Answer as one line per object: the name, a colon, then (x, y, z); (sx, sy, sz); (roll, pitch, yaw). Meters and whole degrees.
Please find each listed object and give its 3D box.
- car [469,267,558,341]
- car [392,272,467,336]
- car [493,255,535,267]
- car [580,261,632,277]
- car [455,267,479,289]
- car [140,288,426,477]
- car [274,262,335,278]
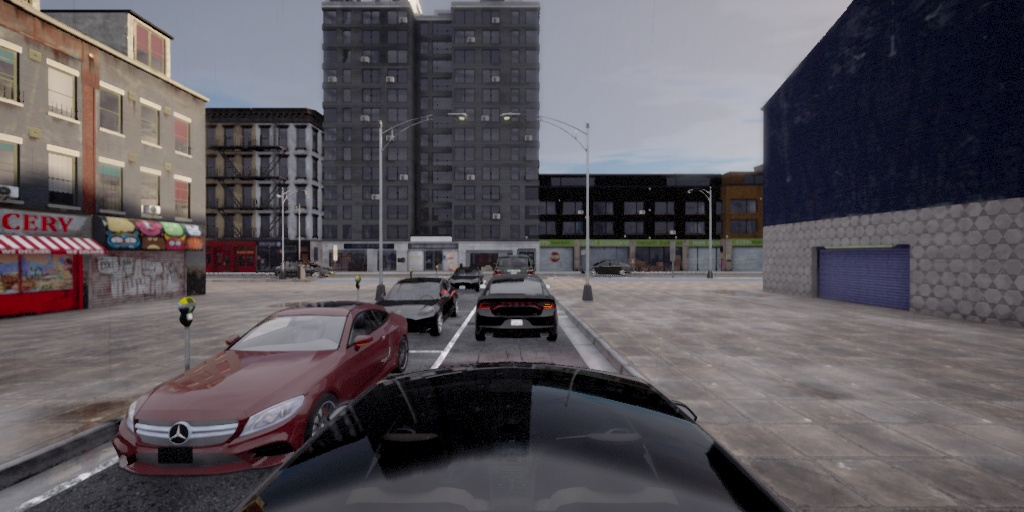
car: (0.095, 1.224, 9.887); (1.882, 1.535, 5.008); (0, 0, 0)
car: (-2.640, 1.311, 10.362); (1.948, 1.339, 4.313); (0, 0, 0)
car: (0.106, 0.962, 19.853); (2.150, 2.045, 5.566); (0, 0, 0)
car: (9.095, 1.209, 34.815); (4.892, 1.490, 1.837); (0, 0, 0)
car: (-2.642, 1.306, 21.266); (1.948, 1.339, 4.313); (0, 0, 0)
car: (-2.640, 1.330, 4.910); (1.802, 1.307, 4.207); (0, 0, 0)
car: (-18.370, 1.284, 31.869); (4.892, 1.490, 1.837); (0, 0, 0)
